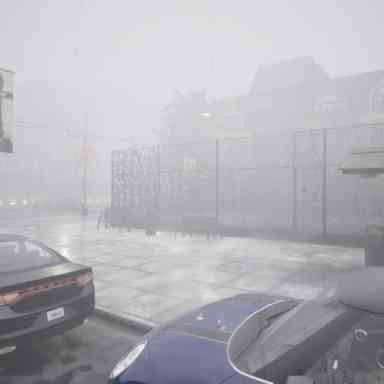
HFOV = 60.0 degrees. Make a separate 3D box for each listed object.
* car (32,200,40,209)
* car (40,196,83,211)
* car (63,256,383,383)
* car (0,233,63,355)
[{"bbox_3d":[-18.684,1.353,44.111,2.097,1.767,4.553,0,0,35],"label":"car"},{"bbox_3d":[-16.025,1.353,41.803,2.097,1.767,4.553,0,0,35],"label":"car"},{"bbox_3d":[1.474,1.354,2.256,4.553,1.767,2.185,0,0,35],"label":"car"},{"bbox_3d":[-3.844,1.480,5.864,5.008,1.535,2.097,0,0,35],"label":"car"}]
